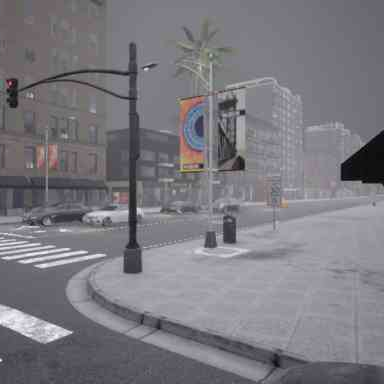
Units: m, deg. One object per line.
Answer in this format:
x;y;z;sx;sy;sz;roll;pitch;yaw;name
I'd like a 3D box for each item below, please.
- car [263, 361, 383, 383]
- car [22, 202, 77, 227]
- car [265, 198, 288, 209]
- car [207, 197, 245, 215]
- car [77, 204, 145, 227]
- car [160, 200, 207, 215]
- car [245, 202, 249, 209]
2.187;1.551;1.288;4.403;1.369;2.008;0;0;35;car
-9.217;1.517;23.159;1.837;1.490;4.892;0;0;35;car
12.235;1.563;47.838;1.882;1.535;5.008;0;0;36;car
3.414;1.402;35.429;2.097;1.767;4.553;0;0;35;car
-5.278;1.548;23.109;1.812;1.442;4.674;0;0;35;car
-1.019;1.587;34.780;2.033;1.411;5.357;0;0;35;car
5.840;1.666;44.483;1.895;1.301;4.718;0;0;36;car
